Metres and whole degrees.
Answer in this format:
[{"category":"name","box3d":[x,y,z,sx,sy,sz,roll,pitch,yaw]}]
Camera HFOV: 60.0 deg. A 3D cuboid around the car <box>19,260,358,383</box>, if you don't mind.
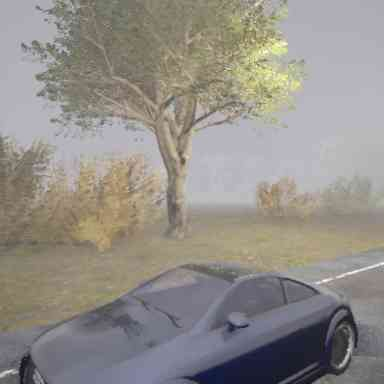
[{"category":"car","box3d":[0.224,1.624,4.088,4.181,1.385,1.994,0,-1,-38]}]
